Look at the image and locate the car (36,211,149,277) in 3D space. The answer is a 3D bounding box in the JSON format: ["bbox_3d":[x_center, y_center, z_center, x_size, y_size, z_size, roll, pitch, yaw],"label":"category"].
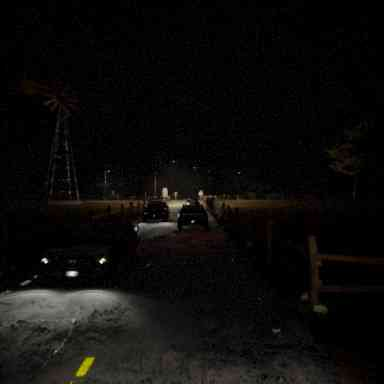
[{"bbox_3d":[-2.823,1.551,10.508,2.033,1.411,5.357,0,0,0],"label":"car"}]

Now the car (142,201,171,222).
[{"bbox_3d":[-2.779,1.514,26.841,1.837,1.490,4.892,0,0,0],"label":"car"}]

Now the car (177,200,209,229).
[{"bbox_3d":[0.066,1.499,21.568,2.128,1.511,4.902,0,0,0],"label":"car"}]
